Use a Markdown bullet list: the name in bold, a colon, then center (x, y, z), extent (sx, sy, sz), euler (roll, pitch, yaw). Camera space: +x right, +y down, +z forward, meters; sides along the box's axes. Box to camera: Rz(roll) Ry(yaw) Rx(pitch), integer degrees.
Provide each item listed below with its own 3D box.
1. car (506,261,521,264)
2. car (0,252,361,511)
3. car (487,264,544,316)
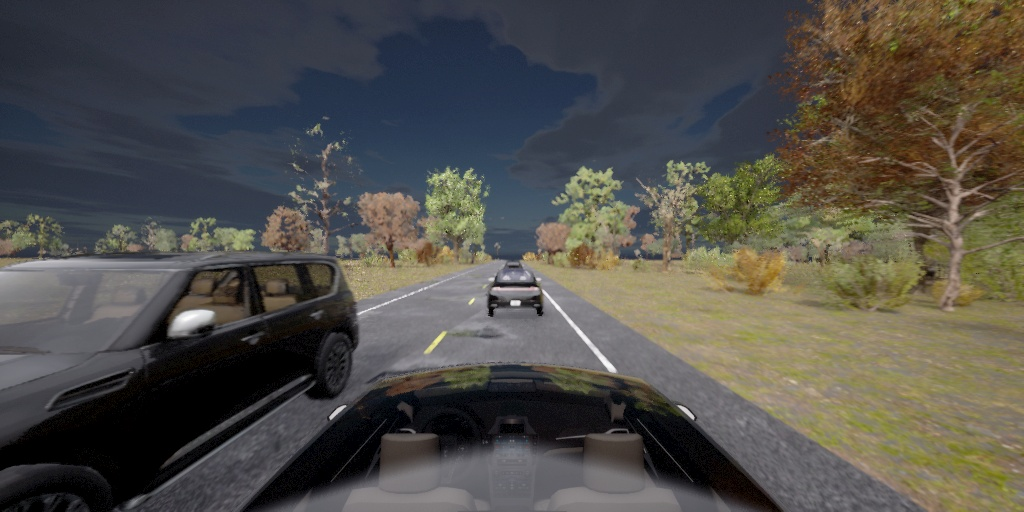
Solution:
- **car**: center (0.124, 1.183, 33.541), extent (1.837, 1.490, 4.892), euler (0, 0, 0)
- **car**: center (-3.498, 0.968, 3.522), extent (2.150, 2.045, 5.566), euler (0, 0, 0)
- **car**: center (0.109, 1.215, 13.280), extent (2.128, 1.511, 4.902), euler (0, 0, 0)
